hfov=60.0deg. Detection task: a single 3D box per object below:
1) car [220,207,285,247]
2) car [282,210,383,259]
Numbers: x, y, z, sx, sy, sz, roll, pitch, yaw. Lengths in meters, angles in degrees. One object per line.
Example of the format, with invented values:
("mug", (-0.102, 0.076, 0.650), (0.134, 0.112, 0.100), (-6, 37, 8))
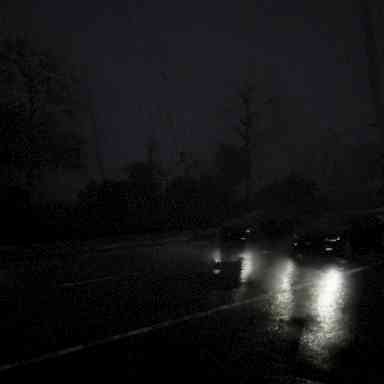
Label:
("car", (3.478, 1.508, 15.546), (5.008, 1.535, 1.882), (0, 0, -39))
("car", (5.928, 1.499, 13.023), (5.008, 1.535, 1.882), (0, 0, -39))
